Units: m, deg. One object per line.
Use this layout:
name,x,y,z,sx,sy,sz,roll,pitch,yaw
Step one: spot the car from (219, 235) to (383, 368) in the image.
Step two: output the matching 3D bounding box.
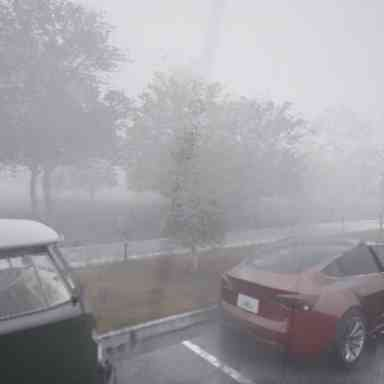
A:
car,2.638,1.505,5.880,4.792,1.488,2.163,-1,0,-36

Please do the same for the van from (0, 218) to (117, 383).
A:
van,-2.709,1.251,2.162,4.442,1.987,1.878,-1,0,-37
